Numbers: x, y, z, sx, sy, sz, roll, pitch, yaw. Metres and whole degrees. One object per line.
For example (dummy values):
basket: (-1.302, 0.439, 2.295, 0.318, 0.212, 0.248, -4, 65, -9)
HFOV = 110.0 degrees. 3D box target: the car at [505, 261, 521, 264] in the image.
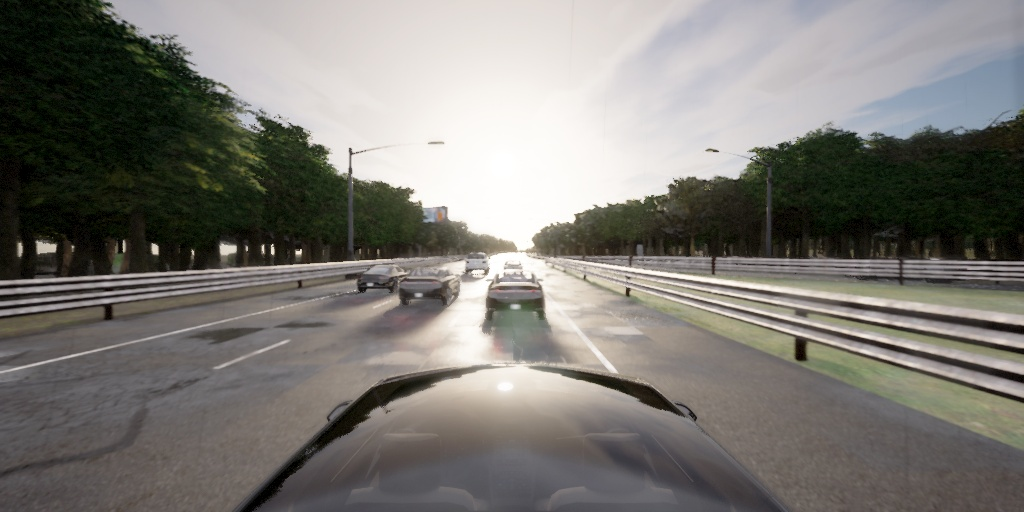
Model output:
car: (0.111, 1.099, 35.321, 1.895, 1.301, 4.718, 0, 1, 0)

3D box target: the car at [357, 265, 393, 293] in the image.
car: (-6.894, 1.191, 19.733, 1.812, 1.442, 4.674, 0, 1, 0)

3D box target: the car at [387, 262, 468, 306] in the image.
car: (-3.396, 1.193, 15.489, 2.128, 1.511, 4.902, 0, 0, 0)

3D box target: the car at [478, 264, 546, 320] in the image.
car: (0.104, 1.212, 12.563, 2.128, 1.511, 4.902, 0, 0, 0)

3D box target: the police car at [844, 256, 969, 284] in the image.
police car: (23.324, 0.824, 21.484, 2.038, 1.542, 4.974, 1, 0, -27)

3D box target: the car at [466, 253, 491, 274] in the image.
car: (-3.389, 0.712, 36.093, 2.150, 2.045, 5.566, 0, 1, 0)
